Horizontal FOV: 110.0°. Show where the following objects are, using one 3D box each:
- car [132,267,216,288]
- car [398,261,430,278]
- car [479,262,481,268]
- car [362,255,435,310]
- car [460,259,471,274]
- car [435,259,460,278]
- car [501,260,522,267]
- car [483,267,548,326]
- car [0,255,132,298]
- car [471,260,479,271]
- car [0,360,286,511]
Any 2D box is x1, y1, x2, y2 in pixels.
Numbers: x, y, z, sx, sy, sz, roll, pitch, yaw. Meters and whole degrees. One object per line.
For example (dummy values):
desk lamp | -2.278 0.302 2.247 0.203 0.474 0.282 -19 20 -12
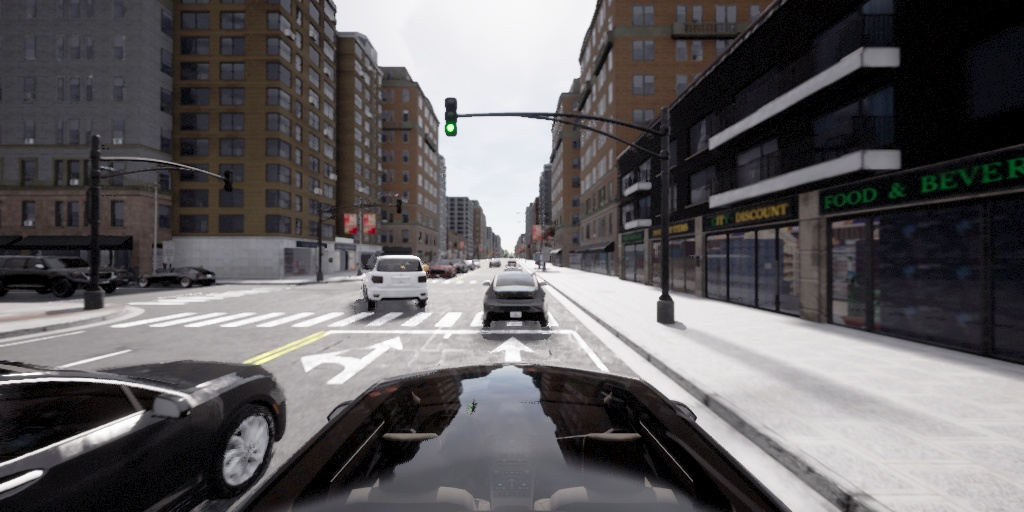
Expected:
car | -22.152 1.372 23.793 4.313 1.339 1.948 0 0 0
car | -9.850 1.290 36.567 1.882 1.535 5.008 0 0 0
car | -6.508 1.395 62.587 1.812 1.442 4.674 0 0 0
car | -5.064 0.996 15.278 2.150 2.045 5.566 1 0 -24
car | -6.586 1.179 43.131 2.097 1.767 4.553 0 0 0
car | -6.600 1.160 34.258 2.097 1.767 4.553 0 0 0
car | 0.096 1.417 38.120 1.895 1.301 4.718 0 0 0
car | 0.100 1.272 11.763 1.837 1.490 4.892 0 0 0
car | -23.490 0.991 18.320 5.566 2.045 2.150 0 0 0
car | -6.526 1.338 52.390 2.128 1.511 4.902 0 0 1
car | -3.149 1.255 1.576 1.837 1.490 4.892 0 0 0
